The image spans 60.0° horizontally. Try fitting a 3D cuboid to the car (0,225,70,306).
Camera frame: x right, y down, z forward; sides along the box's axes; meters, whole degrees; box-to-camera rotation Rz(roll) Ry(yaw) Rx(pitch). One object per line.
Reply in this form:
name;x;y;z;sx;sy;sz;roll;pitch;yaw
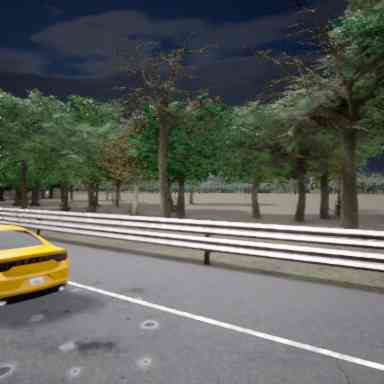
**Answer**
car;-4.847;1.492;7.621;5.008;1.535;1.882;0;0;37
